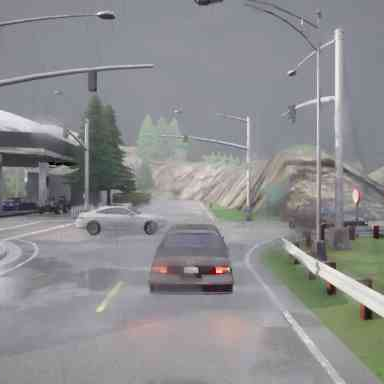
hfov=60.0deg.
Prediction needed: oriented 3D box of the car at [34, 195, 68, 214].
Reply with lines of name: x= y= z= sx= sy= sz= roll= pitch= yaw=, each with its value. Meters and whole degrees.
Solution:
car: x=-14.587 y=1.313 z=35.214 sx=1.905 sy=1.878 sz=3.866 roll=0 pitch=0 yaw=-1

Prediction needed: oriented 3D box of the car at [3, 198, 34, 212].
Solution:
car: x=-20.302 y=1.480 z=39.482 sx=2.242 sy=1.667 sz=4.611 roll=0 pitch=0 yaw=-1

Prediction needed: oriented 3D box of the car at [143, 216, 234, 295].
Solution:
car: x=0.035 y=1.547 z=8.895 sx=2.033 sy=1.411 sz=5.357 roll=0 pitch=0 yaw=1

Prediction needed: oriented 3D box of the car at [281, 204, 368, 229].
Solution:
car: x=6.723 y=1.358 z=17.617 sx=2.033 sy=1.411 sz=5.357 roll=0 pitch=0 yaw=-15

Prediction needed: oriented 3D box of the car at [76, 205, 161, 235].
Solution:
car: x=-3.609 y=1.415 z=17.380 sx=4.674 sy=1.442 sz=1.812 roll=0 pitch=0 yaw=-1
